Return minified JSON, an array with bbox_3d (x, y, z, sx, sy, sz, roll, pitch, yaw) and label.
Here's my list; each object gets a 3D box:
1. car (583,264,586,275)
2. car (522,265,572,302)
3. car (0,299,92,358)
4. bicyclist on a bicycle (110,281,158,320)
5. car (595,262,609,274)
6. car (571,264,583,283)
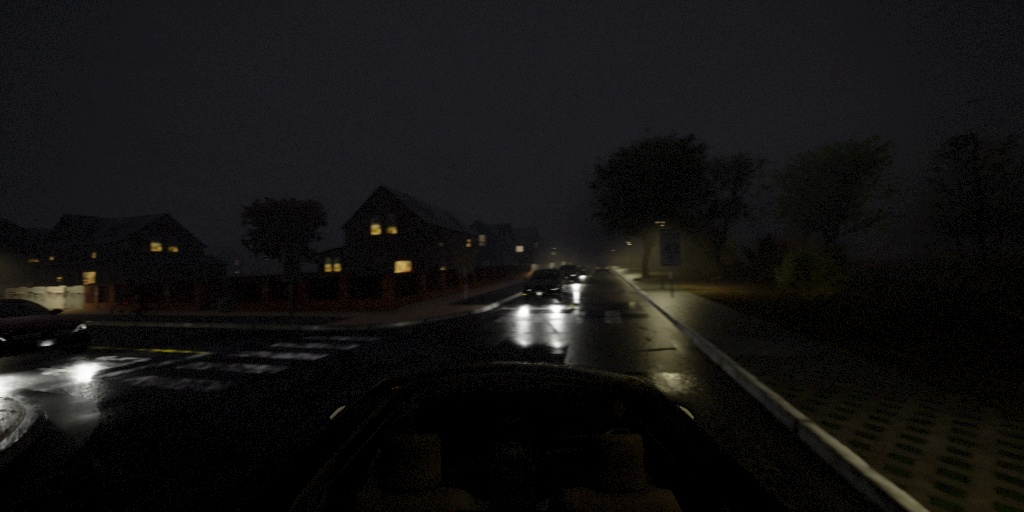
[{"bbox_3d":[8.281,1.662,44.739,2.033,1.411,5.357,-2,-1,14],"label":"car"},{"bbox_3d":[1.783,1.427,18.436,1.837,1.490,4.892,-2,0,14],"label":"car"},{"bbox_3d":[-12.722,1.783,8.717,4.674,1.442,1.812,-2,-2,16],"label":"car"},{"bbox_3d":[-16.719,1.946,15.912,0.582,1.620,1.656,-2,-2,16],"label":"bicyclist on a bicycle"},{"bbox_3d":[12.189,1.596,48.435,2.033,1.411,5.357,-2,-1,14],"label":"car"},{"bbox_3d":[4.860,1.516,30.955,1.837,1.490,4.892,-2,-1,14],"label":"car"}]
